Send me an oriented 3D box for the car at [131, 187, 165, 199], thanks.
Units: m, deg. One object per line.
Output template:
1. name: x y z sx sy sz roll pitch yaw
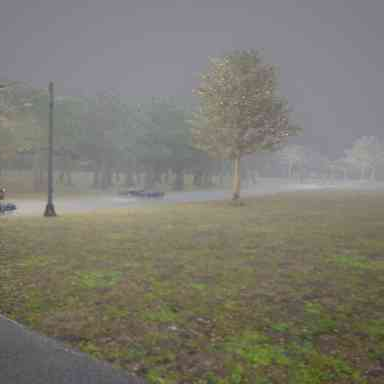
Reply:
1. car: -6.244 0.297 49.177 1.895 1.301 4.718 4 4 36

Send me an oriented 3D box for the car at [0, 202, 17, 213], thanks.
1. car: -17.463 1.141 27.435 2.033 1.411 5.357 4 4 35

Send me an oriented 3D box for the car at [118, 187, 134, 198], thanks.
1. car: -9.095 -0.023 51.174 1.882 1.535 5.008 4 4 36
